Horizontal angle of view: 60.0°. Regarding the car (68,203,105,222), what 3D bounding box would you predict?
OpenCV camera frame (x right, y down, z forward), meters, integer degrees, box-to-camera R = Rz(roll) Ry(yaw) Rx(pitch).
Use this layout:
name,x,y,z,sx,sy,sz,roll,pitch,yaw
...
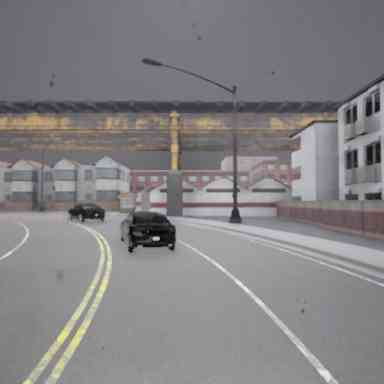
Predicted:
name,x,y,z,sx,sy,sz,roll,pitch,yaw
car,-9.143,1.713,28.614,1.882,1.535,5.008,1,-1,-37

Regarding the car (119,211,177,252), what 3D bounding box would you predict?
name,x,y,z,sx,sy,sz,roll,pitch,yaw
car,-2.089,1.595,14.788,1.882,1.535,5.008,0,0,-18
